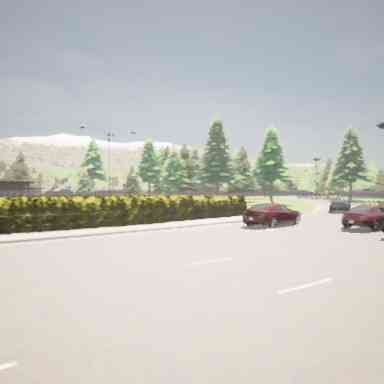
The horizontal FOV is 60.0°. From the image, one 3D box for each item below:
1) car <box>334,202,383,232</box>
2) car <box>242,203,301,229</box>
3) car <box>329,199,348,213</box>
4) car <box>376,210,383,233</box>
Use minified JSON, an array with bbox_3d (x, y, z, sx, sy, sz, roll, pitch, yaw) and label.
[{"bbox_3d":[10.868,1.518,20.115,4.674,1.442,1.812,0,0,-36],"label":"car"},{"bbox_3d":[5.321,1.471,21.857,5.008,1.535,1.882,0,0,-45],"label":"car"},{"bbox_3d":[16.334,1.478,36.695,2.128,1.511,4.902,0,0,29],"label":"car"},{"bbox_3d":[11.111,1.594,15.971,4.718,1.301,1.895,0,0,-36],"label":"car"}]
